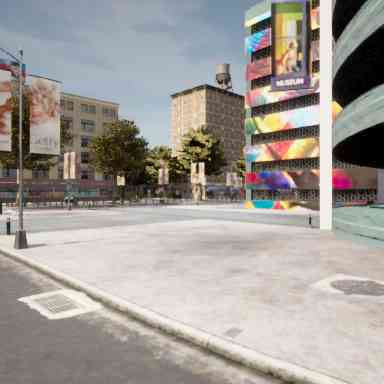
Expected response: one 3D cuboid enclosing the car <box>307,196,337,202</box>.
[{"bbox_3d":[14.988,1.320,39.729,4.674,1.452,2.002,0,0,-44],"label":"car"}]
